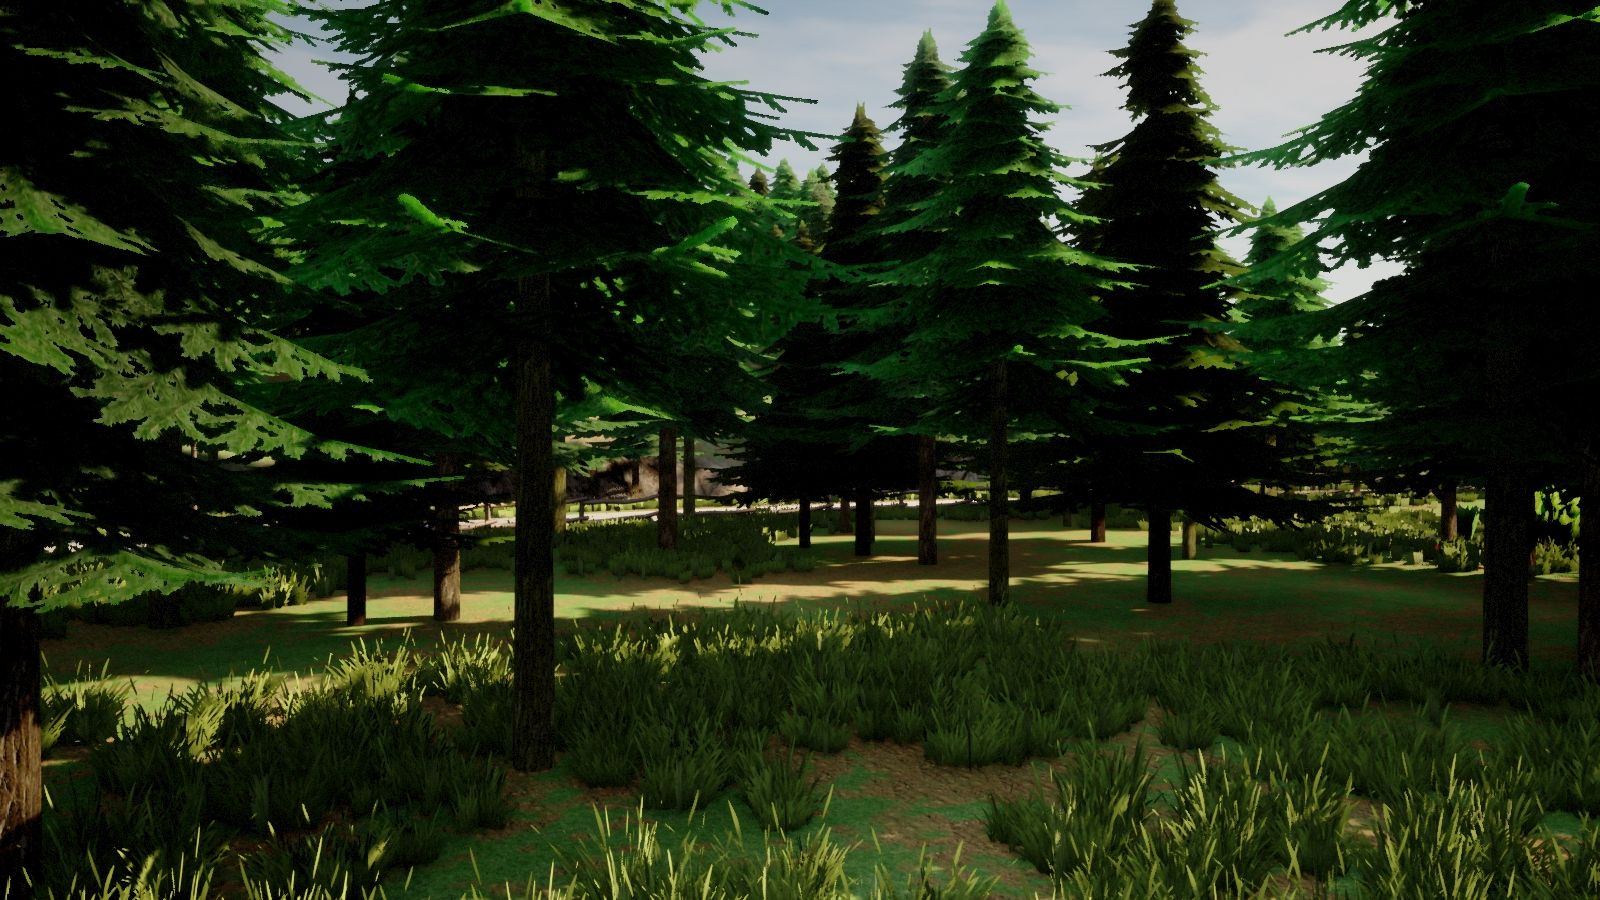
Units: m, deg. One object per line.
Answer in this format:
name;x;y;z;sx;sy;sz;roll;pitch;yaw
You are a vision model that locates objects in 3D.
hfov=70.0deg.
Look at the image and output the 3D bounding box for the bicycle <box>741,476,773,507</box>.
bicycle;-2.131;2.056;56.789;1.643;1.496;0.373;0;1;-39
